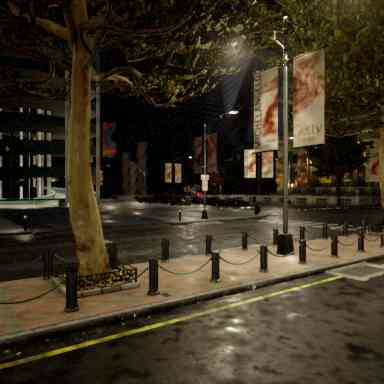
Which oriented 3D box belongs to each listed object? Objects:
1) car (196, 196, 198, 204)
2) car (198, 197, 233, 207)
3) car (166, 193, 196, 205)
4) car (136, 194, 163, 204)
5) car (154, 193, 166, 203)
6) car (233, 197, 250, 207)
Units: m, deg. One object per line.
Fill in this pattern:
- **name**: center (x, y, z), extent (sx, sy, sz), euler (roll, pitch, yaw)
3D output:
- **car**: center (0.951, 1.526, 59.689), extent (1.812, 1.442, 4.674), euler (0, 0, -36)
- **car**: center (3.472, 1.478, 50.210), extent (1.882, 1.535, 5.008), euler (0, 0, -35)
- **car**: center (-1.967, 1.352, 57.725), extent (2.097, 1.767, 4.553), euler (0, 0, -37)
- **car**: center (-8.775, 1.547, 65.828), extent (5.357, 1.411, 2.033), euler (0, 0, 43)
- **car**: center (-5.758, 1.221, 67.985), extent (5.566, 2.045, 2.150), euler (0, 0, 45)
- **car**: center (6.530, 1.547, 51.960), extent (2.033, 1.411, 5.357), euler (0, 0, -35)
